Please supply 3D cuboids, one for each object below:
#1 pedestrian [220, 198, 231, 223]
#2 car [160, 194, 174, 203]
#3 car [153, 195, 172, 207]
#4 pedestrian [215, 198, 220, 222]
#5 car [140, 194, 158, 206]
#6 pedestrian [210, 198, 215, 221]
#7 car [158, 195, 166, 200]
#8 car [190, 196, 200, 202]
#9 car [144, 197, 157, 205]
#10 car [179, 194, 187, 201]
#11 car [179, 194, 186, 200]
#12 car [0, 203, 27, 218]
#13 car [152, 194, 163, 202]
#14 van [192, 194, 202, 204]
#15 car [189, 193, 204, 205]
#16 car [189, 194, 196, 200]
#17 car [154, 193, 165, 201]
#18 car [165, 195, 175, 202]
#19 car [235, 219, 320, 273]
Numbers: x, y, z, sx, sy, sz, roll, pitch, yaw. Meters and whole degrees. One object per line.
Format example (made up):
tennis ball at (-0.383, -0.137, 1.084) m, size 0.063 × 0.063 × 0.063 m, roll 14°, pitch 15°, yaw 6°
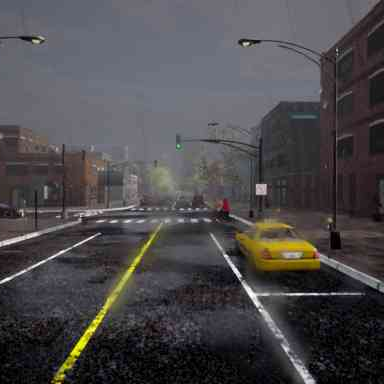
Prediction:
pedestrian at (2.400, 1.290, 23.669) m, size 0.375 × 1.860 × 0.375 m, roll -1°, pitch 1°, yaw -2°
car at (-4.844, 1.463, 66.934) m, size 1.882 × 1.535 × 5.008 m, roll 0°, pitch 0°, yaw -1°
car at (-4.490, 1.553, 51.203) m, size 1.994 × 1.385 × 4.181 m, roll 0°, pitch 0°, yaw -2°
pedestrian at (2.113, 1.290, 24.526) m, size 0.375 × 1.860 × 0.375 m, roll -1°, pitch 1°, yaw -2°
car at (-7.158, 1.304, 53.679) m, size 2.192 × 1.841 × 5.009 m, roll -1°, pitch 0°, yaw -2°
pedestrian at (1.747, 1.289, 24.995) m, size 0.375 × 1.860 × 0.375 m, roll -1°, pitch 1°, yaw -2°
car at (-8.217, 1.522, 92.472) m, size 1.887 × 1.381 × 4.507 m, roll -1°, pitch 0°, yaw -2°
car at (0.615, 1.534, 76.076) m, size 2.008 × 1.369 × 4.403 m, roll -1°, pitch 0°, yaw -2°
car at (-7.308, 1.532, 59.221) m, size 1.887 × 1.381 × 4.507 m, roll -1°, pitch 0°, yaw -2°
car at (-2.178, 1.503, 79.813) m, size 2.128 × 1.511 × 4.902 m, roll 0°, pitch 0°, yaw -2°
car at (-2.461, 1.353, 90.225) m, size 1.882 × 1.535 × 5.008 m, roll 0°, pitch 0°, yaw -2°
car at (-19.069, 1.793, 32.367) m, size 5.357 × 1.411 × 2.033 m, roll -1°, pitch 1°, yaw -2°
car at (-7.766, 1.298, 75.847) m, size 2.192 × 1.841 × 5.009 m, roll -1°, pitch 0°, yaw -2°
van at (0.916, 1.327, 64.992) m, size 1.690 × 1.788 × 3.998 m, roll -1°, pitch 0°, yaw -2°
car at (1.067, 1.302, 59.450) m, size 2.192 × 1.841 × 5.009 m, roll -1°, pitch 0°, yaw -2°
car at (0.159, 1.418, 92.701) m, size 1.967 × 1.590 × 4.097 m, roll -1°, pitch 0°, yaw -2°
car at (-7.916, 1.296, 81.389) m, size 2.192 × 1.841 × 5.009 m, roll -1°, pitch 0°, yaw -2°
car at (-5.145, 1.501, 78.557) m, size 2.128 × 1.511 × 4.902 m, roll 0°, pitch 0°, yaw -2°
car at (2.408, 1.523, 10.501) m, size 1.752 × 1.417 × 4.829 m, roll -1°, pitch 0°, yaw -2°
